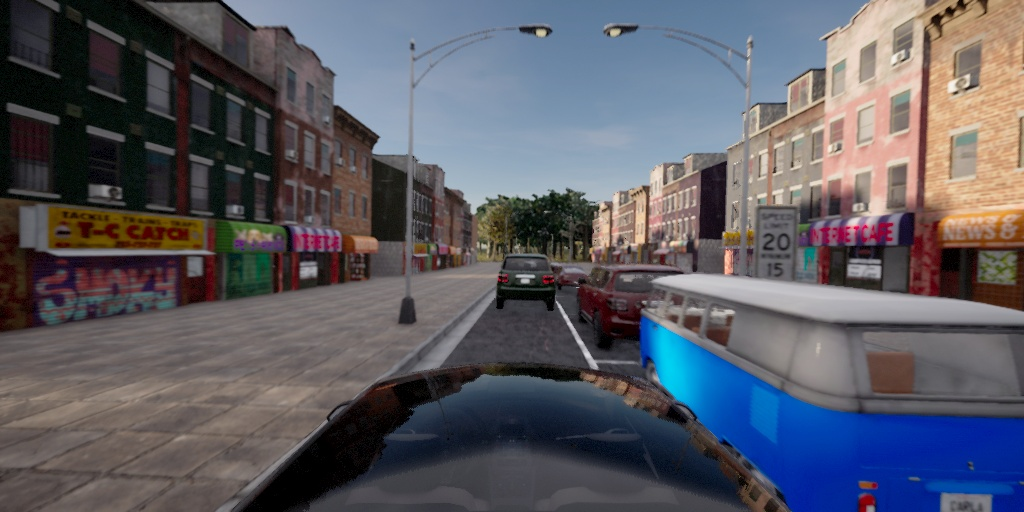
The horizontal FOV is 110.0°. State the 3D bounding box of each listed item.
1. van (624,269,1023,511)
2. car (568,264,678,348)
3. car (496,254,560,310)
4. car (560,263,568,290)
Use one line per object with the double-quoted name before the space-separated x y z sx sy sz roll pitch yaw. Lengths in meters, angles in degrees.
"van" 2.620 1.143 3.850 1.690 1.789 3.998 0 0 3
"car" 2.887 1.102 9.249 2.192 1.841 5.009 0 0 3
"car" 0.608 0.935 14.854 2.150 2.045 5.566 1 0 3
"car" 3.664 1.287 22.332 1.812 1.442 4.674 1 0 3
